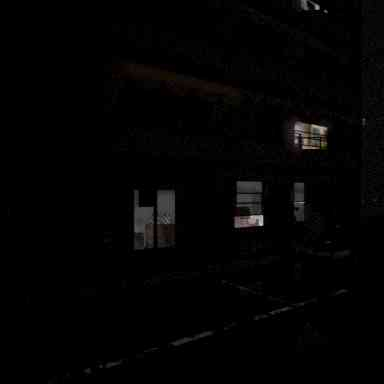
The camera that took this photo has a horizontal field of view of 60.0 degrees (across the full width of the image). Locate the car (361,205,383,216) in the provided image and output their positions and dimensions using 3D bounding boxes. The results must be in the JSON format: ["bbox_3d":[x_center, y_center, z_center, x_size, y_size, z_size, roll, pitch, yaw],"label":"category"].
[{"bbox_3d":[16.822,1.888,32.091,1.895,1.301,4.718,0,-1,-36],"label":"car"}]

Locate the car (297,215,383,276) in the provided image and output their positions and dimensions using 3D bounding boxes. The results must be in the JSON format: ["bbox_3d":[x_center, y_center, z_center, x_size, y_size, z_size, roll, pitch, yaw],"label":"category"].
[{"bbox_3d":[5.042,1.582,10.230,4.206,1.307,1.802,0,0,-36],"label":"car"}]
